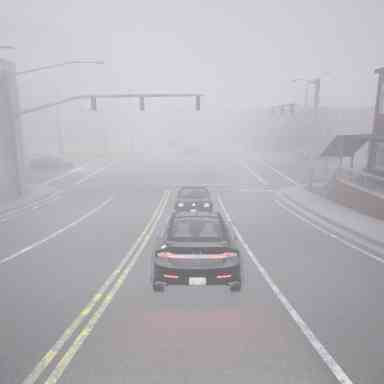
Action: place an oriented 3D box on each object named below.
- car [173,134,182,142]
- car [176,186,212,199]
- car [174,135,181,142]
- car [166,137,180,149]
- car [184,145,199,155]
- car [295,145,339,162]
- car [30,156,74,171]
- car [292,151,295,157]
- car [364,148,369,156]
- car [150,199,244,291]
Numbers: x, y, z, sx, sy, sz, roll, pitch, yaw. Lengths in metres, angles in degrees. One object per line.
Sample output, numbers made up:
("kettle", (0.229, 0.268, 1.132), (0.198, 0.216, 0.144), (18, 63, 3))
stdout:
("car", (-3.467, -12.831, 79.005), (1.837, 1.490, 4.892), (0, 12, 0))
("car", (0.092, 0.329, 18.037), (1.895, 1.301, 4.718), (0, 8, 0))
("car", (-3.471, -10.615, 69.174), (1.994, 1.385, 4.181), (0, 12, 0))
("car", (-3.545, -8.504, 59.351), (1.837, 1.490, 4.892), (0, 12, 0))
("car", (-0.081, -6.540, 50.698), (1.994, 1.385, 4.181), (1, 12, 4))
("car", (15.820, -4.735, 41.501), (4.553, 1.767, 2.097), (0, 12, 0))
("car", (-14.548, -3.004, 34.623), (4.181, 1.385, 1.994), (0, 12, 0))
("car", (15.987, -5.487, 44.919), (4.553, 1.767, 2.097), (0, 12, 0))
("car", (26.314, -5.607, 44.853), (5.566, 2.045, 2.150), (0, 12, 0))
("car", (0.102, 1.221, 8.333), (2.128, 1.511, 4.902), (0, 4, 0))
